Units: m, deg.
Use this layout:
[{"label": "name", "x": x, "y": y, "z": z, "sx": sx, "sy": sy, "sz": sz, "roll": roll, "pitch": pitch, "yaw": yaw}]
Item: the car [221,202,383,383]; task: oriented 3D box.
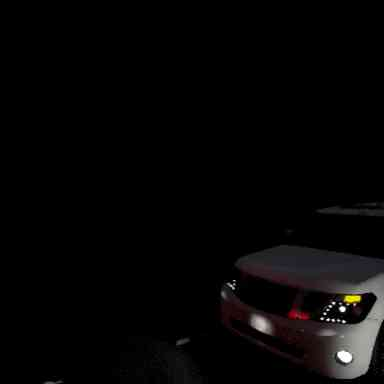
[{"label": "car", "x": 3.061, "y": 1.219, "z": 5.576, "sx": 5.566, "sy": 2.045, "sz": 2.150, "roll": 0, "pitch": 0, "yaw": -36}]
